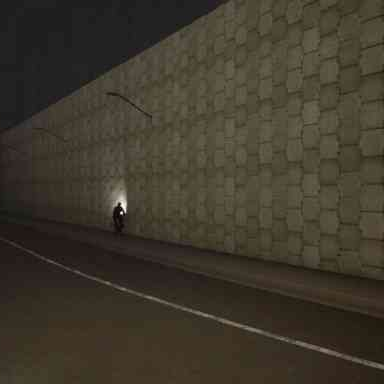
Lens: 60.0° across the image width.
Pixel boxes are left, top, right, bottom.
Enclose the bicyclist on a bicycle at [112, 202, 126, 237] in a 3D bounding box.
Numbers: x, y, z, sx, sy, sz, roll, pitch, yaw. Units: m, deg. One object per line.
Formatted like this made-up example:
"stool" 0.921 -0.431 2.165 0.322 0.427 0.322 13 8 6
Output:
"bicyclist on a bicycle" -3.543 1.326 16.166 0.582 1.620 1.656 0 6 7
